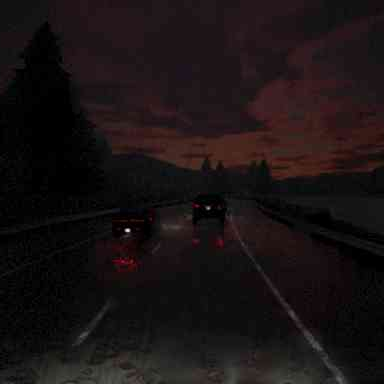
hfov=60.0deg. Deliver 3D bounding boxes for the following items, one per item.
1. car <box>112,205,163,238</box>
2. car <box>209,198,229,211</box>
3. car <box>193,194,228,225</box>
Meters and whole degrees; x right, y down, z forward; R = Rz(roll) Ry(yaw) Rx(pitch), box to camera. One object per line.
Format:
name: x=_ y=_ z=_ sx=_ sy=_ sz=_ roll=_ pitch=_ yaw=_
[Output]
car: x=-2.738 y=1.471 z=17.402 sx=1.837 sy=1.490 sz=4.892 roll=0 pitch=0 yaw=4
car: x=3.476 y=1.475 z=41.747 sx=2.033 sy=1.411 sz=5.357 roll=0 pitch=0 yaw=9
car: x=1.289 y=1.174 z=24.051 sx=2.150 sy=2.045 sz=5.566 roll=0 pitch=-1 yaw=5
